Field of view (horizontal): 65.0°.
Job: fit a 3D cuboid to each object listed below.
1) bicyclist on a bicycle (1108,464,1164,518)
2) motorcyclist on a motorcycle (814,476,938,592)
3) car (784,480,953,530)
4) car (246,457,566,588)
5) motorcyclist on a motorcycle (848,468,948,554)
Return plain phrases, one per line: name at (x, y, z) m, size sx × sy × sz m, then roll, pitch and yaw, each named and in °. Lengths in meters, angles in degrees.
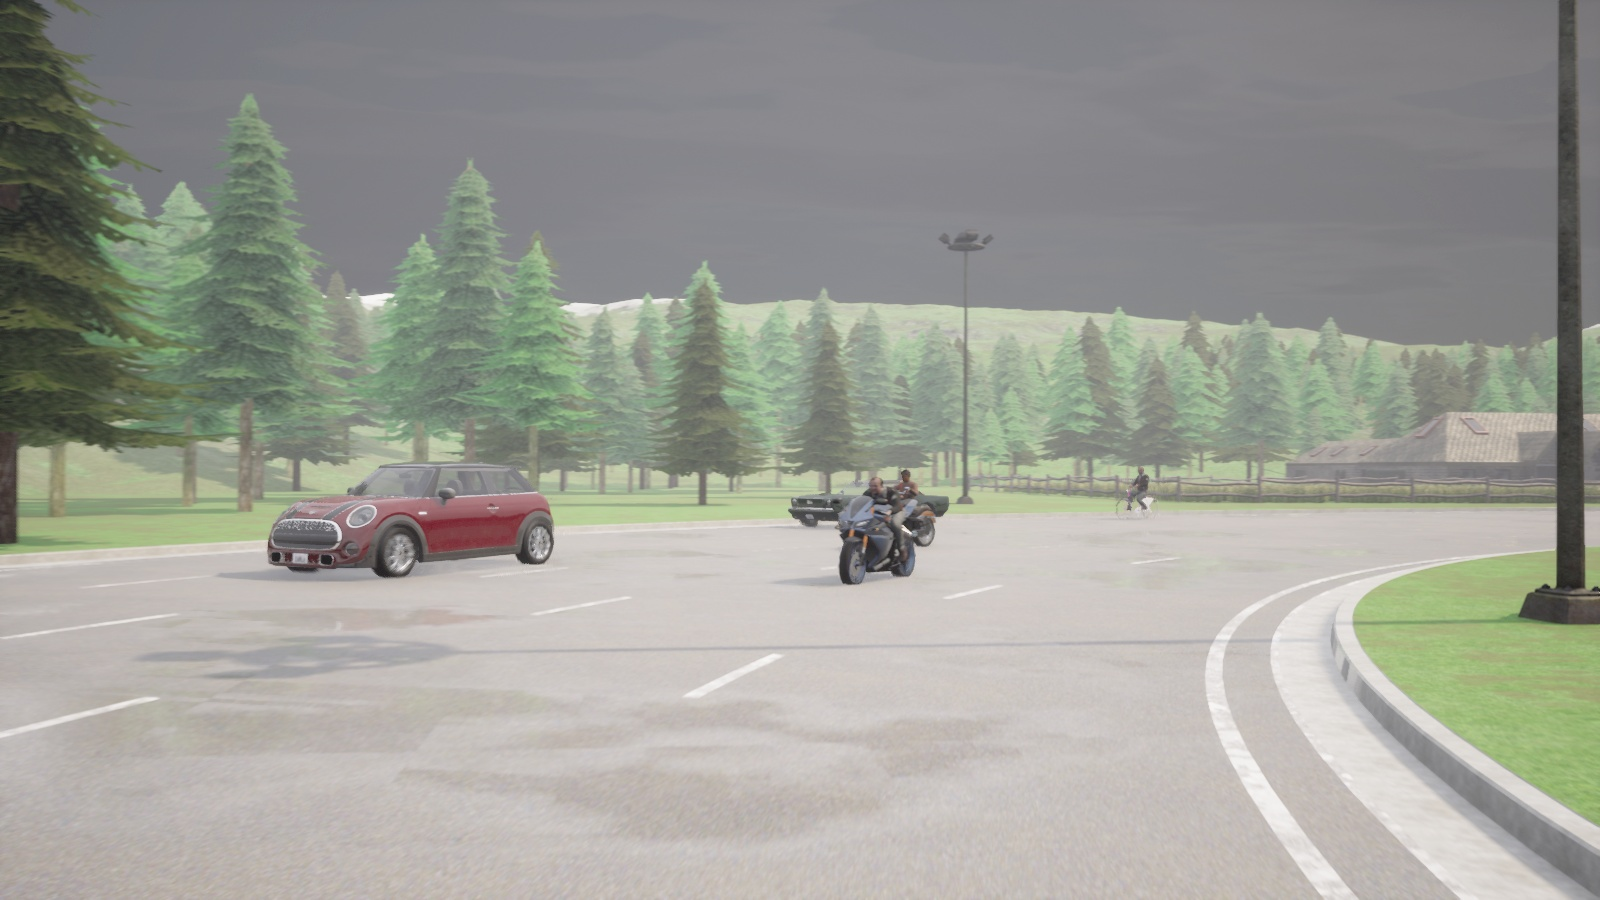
bicyclist on a bicycle at (11.155, 1.352, 41.642) m, size 1.843 × 1.776 × 0.659 m, roll 1°, pitch -1°, yaw -28°
motorcyclist on a motorcycle at (1.116, 1.147, 17.910) m, size 0.866 × 1.530 × 2.191 m, roll 0°, pitch -1°, yaw 30°
car at (1.980, 1.502, 35.358) m, size 4.718 × 1.301 × 1.895 m, roll 1°, pitch -1°, yaw -40°
car at (-5.917, 1.016, 19.483) m, size 2.097 × 1.767 × 4.553 m, roll -1°, pitch -1°, yaw 28°
motorcyclist on a motorcycle at (2.000, 1.184, 25.313) m, size 0.766 × 1.649 × 2.350 m, roll 0°, pitch -1°, yaw 40°
